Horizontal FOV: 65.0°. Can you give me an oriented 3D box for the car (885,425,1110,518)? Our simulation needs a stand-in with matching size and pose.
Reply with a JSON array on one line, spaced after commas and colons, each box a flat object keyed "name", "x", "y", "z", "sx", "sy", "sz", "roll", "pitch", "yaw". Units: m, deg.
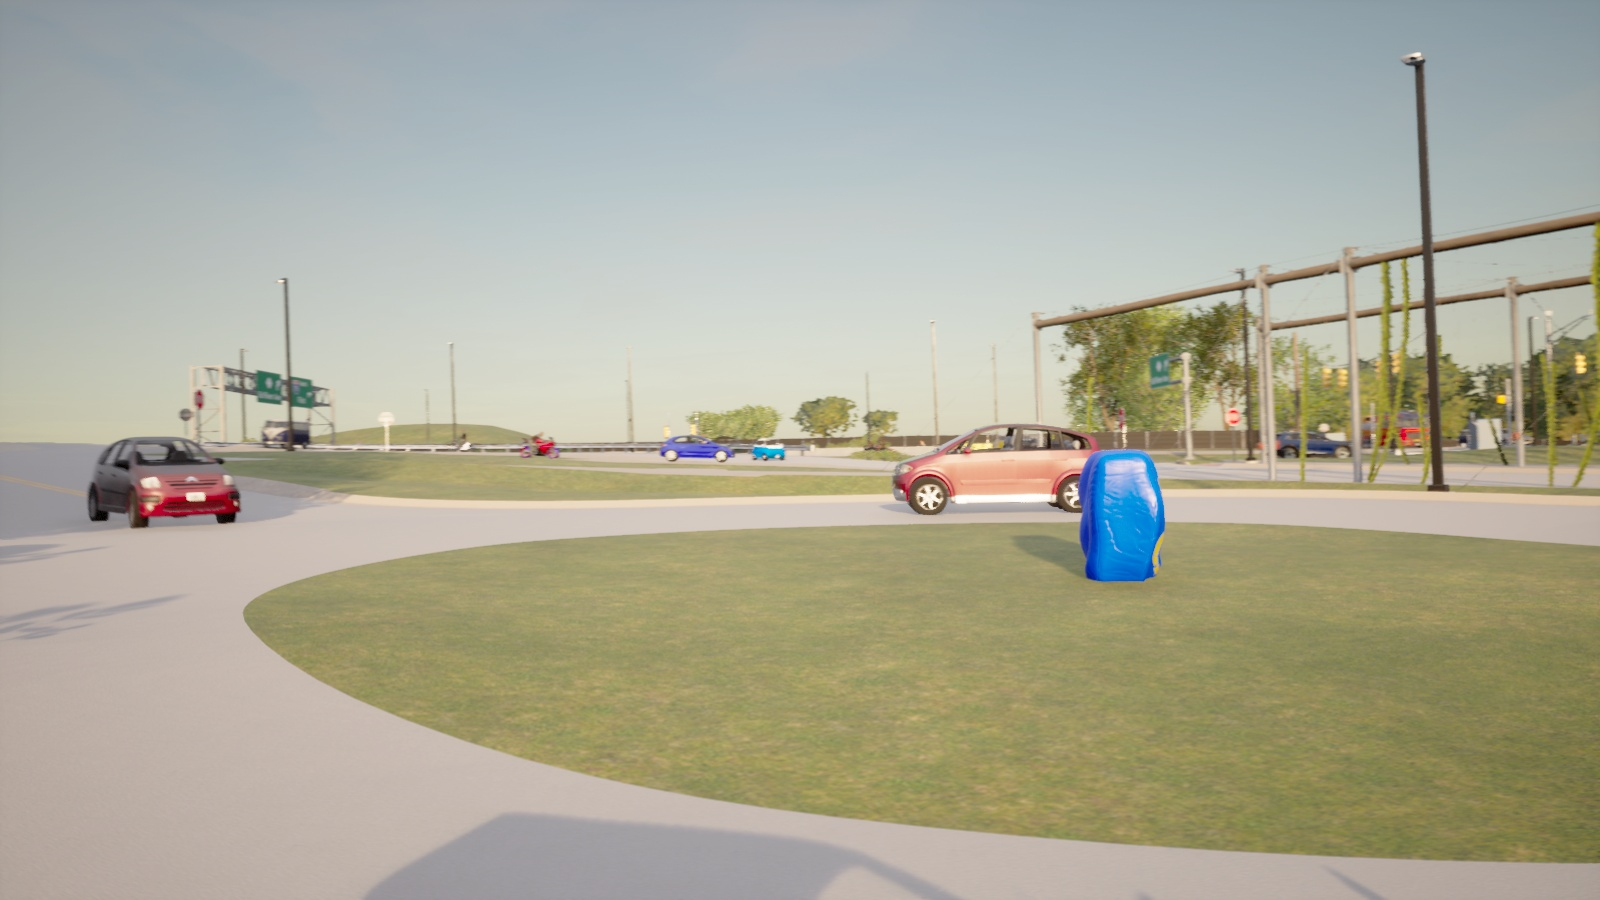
[{"name": "car", "x": 3.391, "y": 0.353, "z": 22.106, "sx": 3.705, "sy": 1.549, "sz": 1.789, "roll": 0, "pitch": 1, "yaw": 2}]

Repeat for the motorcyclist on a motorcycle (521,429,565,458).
[{"name": "motorcyclist on a motorcycle", "x": -14.213, "y": -0.358, "z": 69.431, "sx": 2.191, "sy": 1.530, "sz": 0.866, "roll": 2, "pitch": -1, "yaw": 0}]

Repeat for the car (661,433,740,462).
[{"name": "car", "x": -5.465, "y": -0.117, "z": 69.453, "sx": 4.193, "sy": 1.474, "sz": 1.816, "roll": 1, "pitch": -1, "yaw": -1}]

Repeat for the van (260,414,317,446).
[{"name": "van", "x": -33.935, "y": -1.293, "z": 83.445, "sx": 1.775, "sy": 1.987, "sz": 4.442, "roll": 2, "pitch": 0, "yaw": 2}]

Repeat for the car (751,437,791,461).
[{"name": "car", "x": -1.773, "y": -0.067, "z": 76.650, "sx": 1.481, "sy": 1.376, "sz": 2.207, "roll": -1, "pitch": 2, "yaw": -35}]

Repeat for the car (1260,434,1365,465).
[{"name": "car", "x": 27.805, "y": -0.010, "z": 68.211, "sx": 4.856, "sy": 1.649, "sz": 2.033, "roll": 0, "pitch": -1, "yaw": -1}]

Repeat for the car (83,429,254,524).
[{"name": "car", "x": -11.794, "y": 0.425, "z": 23.348, "sx": 1.851, "sy": 1.617, "sz": 3.988, "roll": -1, "pitch": 1, "yaw": -42}]
